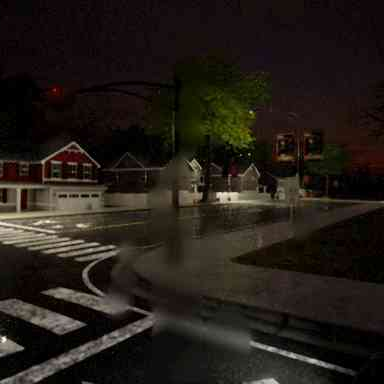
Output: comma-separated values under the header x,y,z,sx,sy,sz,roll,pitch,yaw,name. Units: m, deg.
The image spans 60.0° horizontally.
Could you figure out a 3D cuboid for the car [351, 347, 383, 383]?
x,y,z,sx,sy,sz,roll,pitch,yaw,name
3.265,1.506,1.352,4.892,1.490,1.837,0,0,35,car
